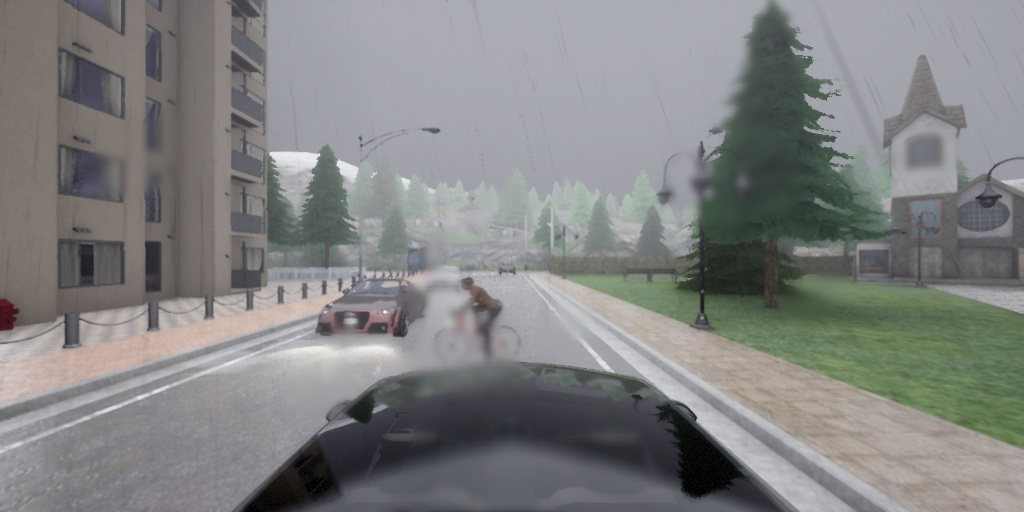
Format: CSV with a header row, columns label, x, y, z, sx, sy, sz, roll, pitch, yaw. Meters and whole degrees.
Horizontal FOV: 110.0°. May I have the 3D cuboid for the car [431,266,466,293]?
label,x,y,z,sx,sy,sz,roll,pitch,yaw
car,-3.838,1.348,21.656,1.812,1.442,4.674,0,0,-1

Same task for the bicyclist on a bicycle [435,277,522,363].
label,x,y,z,sx,sy,sz,roll,pitch,yaw
bicyclist on a bicycle,-0.649,1.219,6.764,1.656,1.620,0.582,-2,0,-1

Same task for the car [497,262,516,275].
label,x,y,z,sx,sy,sz,roll,pitch,yaw
car,-0.716,1.389,42.189,2.128,1.511,4.902,0,0,-7

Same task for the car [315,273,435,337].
label,x,y,z,sx,sy,sz,roll,pitch,yaw
car,-3.697,1.345,10.226,1.994,1.385,4.181,0,0,-1
